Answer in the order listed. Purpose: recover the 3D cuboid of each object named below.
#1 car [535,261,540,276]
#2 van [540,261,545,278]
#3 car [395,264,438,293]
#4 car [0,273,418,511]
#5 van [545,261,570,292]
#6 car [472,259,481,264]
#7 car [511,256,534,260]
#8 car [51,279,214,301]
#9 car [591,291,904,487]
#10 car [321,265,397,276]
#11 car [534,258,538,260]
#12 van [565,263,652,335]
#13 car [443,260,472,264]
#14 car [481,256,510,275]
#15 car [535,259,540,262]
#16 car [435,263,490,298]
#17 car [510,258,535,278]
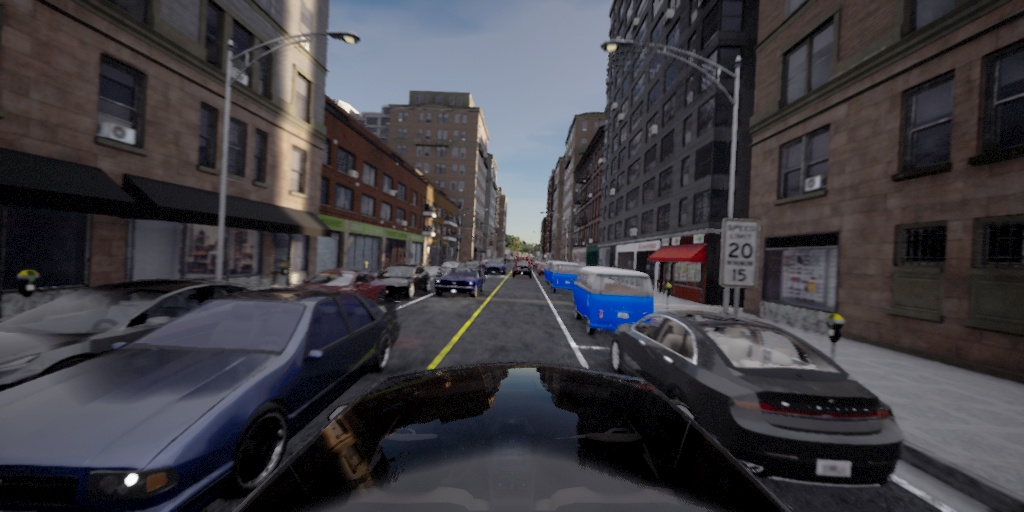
[{"bbox_3d":[3.694,1.523,39.071,1.802,1.307,4.207,0,0,2],"label":"car"},{"bbox_3d":[3.321,1.262,27.713,1.690,1.789,3.998,0,0,2],"label":"van"},{"bbox_3d":[-5.064,1.063,16.619,1.948,1.339,4.313,0,0,2],"label":"car"},{"bbox_3d":[-2.916,1.150,4.532,2.033,1.411,5.357,3,0,-2],"label":"car"},{"bbox_3d":[3.134,1.253,22.034,1.690,1.789,3.998,0,0,2],"label":"van"},{"bbox_3d":[-4.316,1.101,39.335,1.948,1.339,4.313,0,0,2],"label":"car"},{"bbox_3d":[1.433,1.048,48.015,2.150,2.045,5.566,3,0,2],"label":"car"},{"bbox_3d":[-5.438,1.041,5.260,1.948,1.339,4.313,0,0,2],"label":"car"},{"bbox_3d":[2.573,1.431,4.996,2.007,1.370,4.403,0,0,2],"label":"car"},{"bbox_3d":[-5.251,1.068,10.939,1.802,1.307,4.207,0,0,2],"label":"car"},{"bbox_3d":[4.442,1.523,61.788,1.888,1.381,4.507,0,0,2],"label":"car"},{"bbox_3d":[2.760,1.232,10.675,1.690,1.789,3.998,0,0,2],"label":"van"},{"bbox_3d":[-4.690,1.067,27.977,2.007,1.370,4.403,0,0,2],"label":"car"},{"bbox_3d":[-1.705,1.018,37.711,2.097,1.767,4.553,3,0,2],"label":"car"},{"bbox_3d":[3.887,1.475,44.920,1.751,1.417,4.829,0,0,2],"label":"car"},{"bbox_3d":[-2.456,1.229,17.812,1.895,1.301,4.718,3,0,2],"label":"car"},{"bbox_3d":[1.015,1.310,35.063,1.837,1.490,4.892,3,0,2],"label":"car"}]
